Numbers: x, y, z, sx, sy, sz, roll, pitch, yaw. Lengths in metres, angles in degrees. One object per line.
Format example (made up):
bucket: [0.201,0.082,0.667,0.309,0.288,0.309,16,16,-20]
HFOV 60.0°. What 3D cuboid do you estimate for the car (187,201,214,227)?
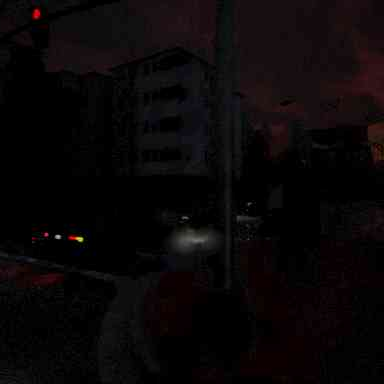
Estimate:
car: [0.536,1.267,20.455,2.033,1.411,5.357,0,0,36]

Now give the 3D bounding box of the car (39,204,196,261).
car: [-2.278,1.298,11.256,2.033,1.411,5.357,0,0,34]

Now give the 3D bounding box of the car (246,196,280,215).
car: [6.447,1.040,28.441,2.097,1.767,4.553,0,0,37]
